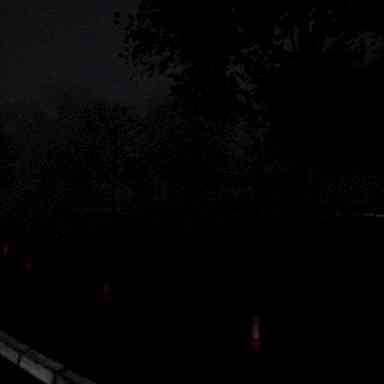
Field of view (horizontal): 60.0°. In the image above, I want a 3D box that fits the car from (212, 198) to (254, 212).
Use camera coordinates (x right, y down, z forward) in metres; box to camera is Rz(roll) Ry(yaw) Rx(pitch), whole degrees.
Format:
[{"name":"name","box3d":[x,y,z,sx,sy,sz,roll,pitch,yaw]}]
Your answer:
[{"name":"car","box3d":[4.379,1.282,33.932,4.718,1.301,1.895,1,0,44]}]
